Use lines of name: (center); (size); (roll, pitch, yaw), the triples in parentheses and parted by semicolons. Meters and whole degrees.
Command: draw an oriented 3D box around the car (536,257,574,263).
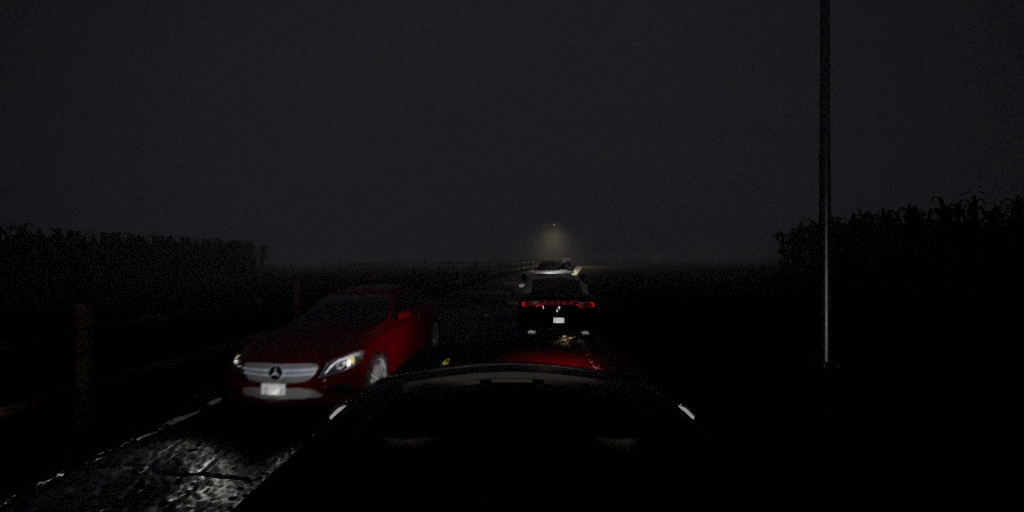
car: (2.257, 1.089, 19.917); (2.097, 1.767, 4.553); (0, 0, 8)

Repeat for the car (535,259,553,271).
car: (4.426, 1.181, 48.682); (1.882, 1.535, 5.008); (0, 0, 12)

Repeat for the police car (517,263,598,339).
police car: (1.197, 1.173, 10.268); (1.930, 1.638, 5.238); (0, 0, 4)

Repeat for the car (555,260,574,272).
car: (6.719, 1.270, 45.860); (1.994, 1.385, 4.181); (0, 0, 13)

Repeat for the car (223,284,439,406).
car: (-2.615, 1.275, 6.454); (1.812, 1.442, 4.674); (0, 0, 3)
